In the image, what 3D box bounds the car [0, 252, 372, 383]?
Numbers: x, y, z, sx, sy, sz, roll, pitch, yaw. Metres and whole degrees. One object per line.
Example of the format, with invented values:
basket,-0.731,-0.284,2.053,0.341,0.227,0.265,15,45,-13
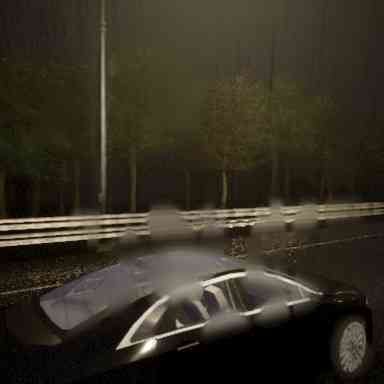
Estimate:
car,0.221,1.488,3.905,4.902,1.511,2.128,0,0,-36
